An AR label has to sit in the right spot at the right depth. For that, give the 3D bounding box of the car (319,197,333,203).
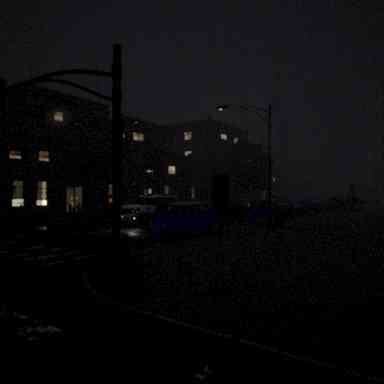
[{"bbox_3d":[30.975,1.804,76.827,1.947,1.339,4.313,0,0,35],"label":"car"}]

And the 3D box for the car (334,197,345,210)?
[{"bbox_3d":[18.766,1.736,44.890,1.947,1.339,4.313,0,0,35],"label":"car"}]

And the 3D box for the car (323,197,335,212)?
[{"bbox_3d":[15.688,1.677,40.513,1.752,1.417,4.829,0,0,35],"label":"car"}]

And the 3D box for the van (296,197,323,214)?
[{"bbox_3d":[12.415,1.475,35.856,1.690,1.788,3.998,0,0,35],"label":"van"}]

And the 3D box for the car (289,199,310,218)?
[{"bbox_3d":[9.238,1.662,31.339,1.887,1.381,4.507,0,0,35],"label":"car"}]

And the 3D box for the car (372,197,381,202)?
[{"bbox_3d":[44.173,1.906,81.027,1.947,1.339,4.313,0,0,35],"label":"car"}]

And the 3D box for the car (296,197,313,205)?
[{"bbox_3d":[21.448,1.717,63.276,1.887,1.381,4.507,0,0,35],"label":"car"}]

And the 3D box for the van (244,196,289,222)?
[{"bbox_3d":[6.063,1.442,26.823,1.690,1.788,3.998,0,0,35],"label":"van"}]

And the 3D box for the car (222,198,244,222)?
[{"bbox_3d":[3.392,1.558,27.542,1.882,1.535,5.008,0,0,35],"label":"car"}]

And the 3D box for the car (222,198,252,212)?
[{"bbox_3d":[5.570,1.518,40.692,1.967,1.590,4.097,0,0,35],"label":"car"}]

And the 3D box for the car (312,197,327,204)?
[{"bbox_3d":[27.702,1.740,72.171,1.752,1.417,4.829,0,0,35],"label":"car"}]

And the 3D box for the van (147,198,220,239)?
[{"bbox_3d":[-0.288,1.413,17.788,1.690,1.788,3.998,0,0,35],"label":"van"}]

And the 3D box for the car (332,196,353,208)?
[{"bbox_3d":[21.943,1.503,49.408,2.192,1.841,5.009,0,0,35],"label":"car"}]

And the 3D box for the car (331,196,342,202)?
[{"bbox_3d":[37.327,1.724,85.861,1.967,1.590,4.097,0,0,35],"label":"car"}]

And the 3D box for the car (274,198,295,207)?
[{"bbox_3d":[15.097,1.677,54.242,1.887,1.381,4.507,0,0,35],"label":"car"}]

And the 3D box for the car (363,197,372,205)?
[{"bbox_3d":[34.645,1.816,67.476,1.887,1.381,4.507,0,0,35],"label":"car"}]

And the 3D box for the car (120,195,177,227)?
[{"bbox_3d":[-3.000,1.263,23.994,2.150,2.045,5.566,0,0,35],"label":"car"}]

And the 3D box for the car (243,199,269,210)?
[{"bbox_3d":[8.745,1.640,45.209,1.887,1.381,4.507,0,0,35],"label":"car"}]

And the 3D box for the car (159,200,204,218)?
[{"bbox_3d":[-0.880,1.570,31.518,1.752,1.417,4.829,0,0,35],"label":"car"}]

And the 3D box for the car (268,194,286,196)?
[{"bbox_3d":[10.897,1.337,43.692,2.150,2.045,5.566,0,0,36],"label":"car"}]

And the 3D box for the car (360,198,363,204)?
[{"bbox_3d":[28.392,1.754,58.581,1.752,1.417,4.829,0,0,35],"label":"car"}]

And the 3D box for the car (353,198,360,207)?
[{"bbox_3d":[25.119,1.523,53.926,2.192,1.841,5.009,0,0,35],"label":"car"}]
